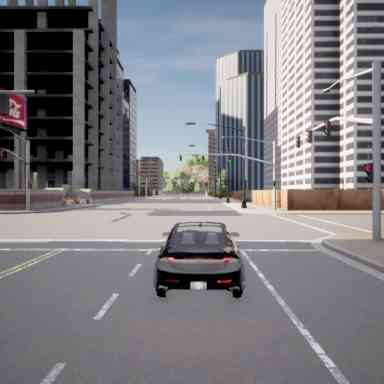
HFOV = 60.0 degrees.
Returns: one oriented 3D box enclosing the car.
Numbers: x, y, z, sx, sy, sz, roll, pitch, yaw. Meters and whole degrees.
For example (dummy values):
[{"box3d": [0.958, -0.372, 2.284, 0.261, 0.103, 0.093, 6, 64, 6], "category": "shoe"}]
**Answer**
[{"box3d": [0.211, 1.492, 8.496, 2.128, 1.511, 4.902, 0, 0, 2], "category": "car"}]
